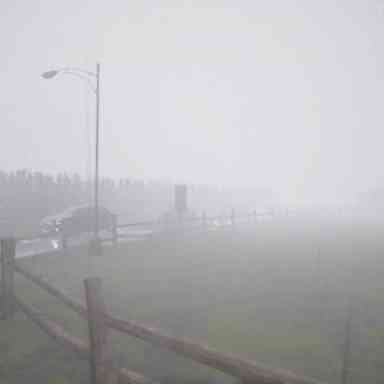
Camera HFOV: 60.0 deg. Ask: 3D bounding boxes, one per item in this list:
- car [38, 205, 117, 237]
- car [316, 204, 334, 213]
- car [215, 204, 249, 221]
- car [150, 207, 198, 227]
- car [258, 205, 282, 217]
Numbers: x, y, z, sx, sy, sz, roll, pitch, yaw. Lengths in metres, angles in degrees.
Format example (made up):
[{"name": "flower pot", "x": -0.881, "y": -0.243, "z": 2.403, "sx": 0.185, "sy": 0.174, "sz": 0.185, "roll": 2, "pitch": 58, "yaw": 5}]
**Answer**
[{"name": "car", "x": -6.755, "y": 1.633, "z": 19.965, "sx": 2.097, "sy": 1.767, "sz": 4.553, "roll": 0, "pitch": -2, "yaw": 34}, {"name": "car", "x": 21.951, "y": 2.776, "z": 54.773, "sx": 1.882, "sy": 1.535, "sz": 5.008, "roll": -1, "pitch": -2, "yaw": 36}, {"name": "car", "x": 4.300, "y": 2.072, "z": 35.351, "sx": 2.097, "sy": 1.767, "sz": 4.553, "roll": -1, "pitch": -2, "yaw": 36}, {"name": "car", "x": -1.393, "y": 1.988, "z": 27.478, "sx": 2.128, "sy": 1.511, "sz": 4.902, "roll": -1, "pitch": -2, "yaw": 36}, {"name": "car", "x": 10.355, "y": 2.483, "z": 43.625, "sx": 1.812, "sy": 1.442, "sz": 4.674, "roll": -1, "pitch": -2, "yaw": 35}]
